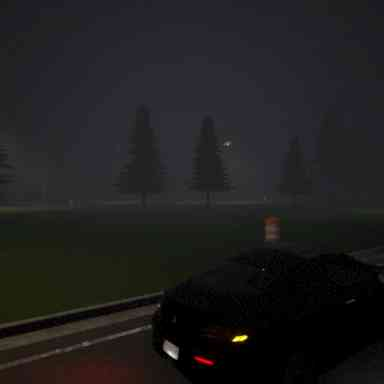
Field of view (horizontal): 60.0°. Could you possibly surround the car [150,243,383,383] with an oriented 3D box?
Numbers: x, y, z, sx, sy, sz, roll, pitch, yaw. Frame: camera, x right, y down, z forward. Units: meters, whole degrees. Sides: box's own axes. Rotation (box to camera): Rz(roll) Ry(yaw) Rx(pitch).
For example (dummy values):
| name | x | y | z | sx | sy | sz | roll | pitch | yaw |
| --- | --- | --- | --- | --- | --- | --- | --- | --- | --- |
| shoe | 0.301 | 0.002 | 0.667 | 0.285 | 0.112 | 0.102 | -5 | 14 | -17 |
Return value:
| name | x | y | z | sx | sy | sz | roll | pitch | yaw |
| --- | --- | --- | --- | --- | --- | --- | --- | --- | --- |
| car | 1.645 | 1.510 | 4.918 | 4.674 | 1.442 | 1.812 | 0 | 0 | -35 |
